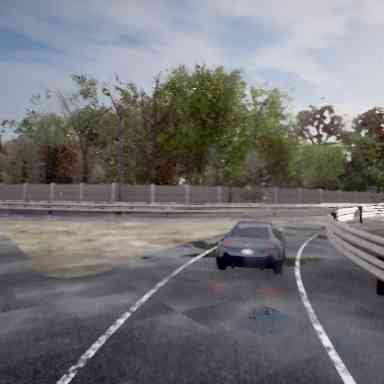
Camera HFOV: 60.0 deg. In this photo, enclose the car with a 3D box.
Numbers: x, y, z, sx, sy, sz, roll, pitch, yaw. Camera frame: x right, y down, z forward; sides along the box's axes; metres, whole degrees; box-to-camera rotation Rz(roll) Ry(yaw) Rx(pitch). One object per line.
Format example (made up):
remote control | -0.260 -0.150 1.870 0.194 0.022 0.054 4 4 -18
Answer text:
car | 2.111 1.670 11.258 1.994 1.385 4.181 1 0 16
